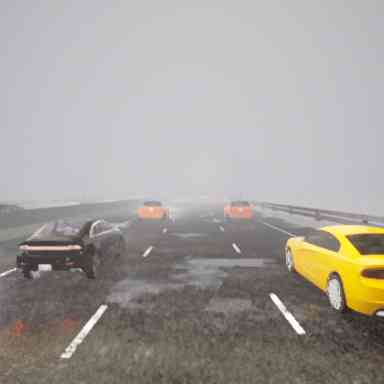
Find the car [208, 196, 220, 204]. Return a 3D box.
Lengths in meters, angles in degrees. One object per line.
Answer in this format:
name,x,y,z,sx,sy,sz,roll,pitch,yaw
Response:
car,5.059,1.700,72.209,2.097,1.767,4.553,0,0,2

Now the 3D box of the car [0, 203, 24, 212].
car,-13.906,1.591,24.129,1.837,1.490,4.892,0,0,1

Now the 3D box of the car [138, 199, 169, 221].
car,-3.145,1.457,28.087,2.097,1.767,4.553,0,0,1

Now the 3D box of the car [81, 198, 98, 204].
car,-19.763,1.840,64.672,2.033,1.411,5.357,0,0,2

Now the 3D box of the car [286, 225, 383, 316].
car,3.629,1.503,7.665,1.882,1.535,5.008,0,0,0

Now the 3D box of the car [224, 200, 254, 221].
car,3.856,1.458,28.141,2.097,1.767,4.553,0,0,1

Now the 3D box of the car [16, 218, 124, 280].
car,-3.356,1.524,10.056,2.128,1.511,4.902,0,0,0

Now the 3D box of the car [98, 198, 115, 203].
car,-16.256,1.826,64.955,1.812,1.442,4.674,0,0,2

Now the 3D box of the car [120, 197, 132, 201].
car,-12.777,1.803,64.400,2.128,1.511,4.902,0,0,2
